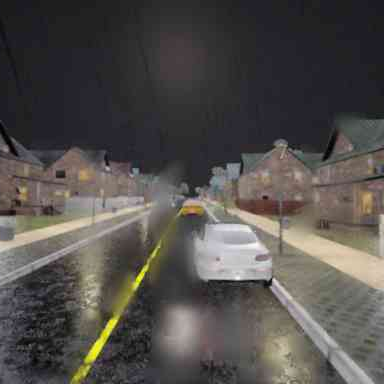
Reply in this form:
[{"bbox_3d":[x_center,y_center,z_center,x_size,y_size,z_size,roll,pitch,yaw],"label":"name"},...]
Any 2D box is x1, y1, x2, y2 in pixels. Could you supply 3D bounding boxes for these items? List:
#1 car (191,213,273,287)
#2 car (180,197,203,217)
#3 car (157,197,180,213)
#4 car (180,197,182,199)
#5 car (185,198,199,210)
[{"bbox_3d":[0.963,1.544,9.268,1.812,1.442,4.674,0,0,0],"label":"car"},{"bbox_3d":[0.045,1.553,32.313,1.882,1.535,5.008,0,0,1],"label":"car"},{"bbox_3d":[-2.839,1.446,38.457,2.097,1.767,4.553,0,0,0],"label":"car"},{"bbox_3d":[-2.745,1.913,84.262,1.895,1.301,4.718,0,0,0],"label":"car"},{"bbox_3d":[0.039,1.627,46.965,1.837,1.490,4.892,0,0,0],"label":"car"}]
